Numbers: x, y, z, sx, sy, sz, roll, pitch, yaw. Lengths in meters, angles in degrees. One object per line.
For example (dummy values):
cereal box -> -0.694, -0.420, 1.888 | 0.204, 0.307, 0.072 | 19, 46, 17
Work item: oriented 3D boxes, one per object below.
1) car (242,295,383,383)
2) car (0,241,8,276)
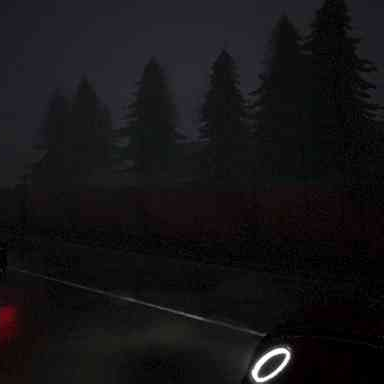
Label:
car -> 2.591, 1.355, 2.143 | 4.553, 1.767, 2.097 | 0, 0, 36
car -> -6.764, 1.506, 8.813 | 4.892, 1.490, 1.837 | 0, 0, 35
